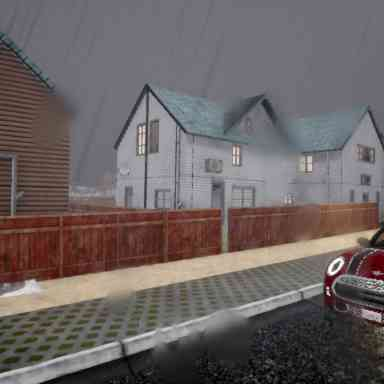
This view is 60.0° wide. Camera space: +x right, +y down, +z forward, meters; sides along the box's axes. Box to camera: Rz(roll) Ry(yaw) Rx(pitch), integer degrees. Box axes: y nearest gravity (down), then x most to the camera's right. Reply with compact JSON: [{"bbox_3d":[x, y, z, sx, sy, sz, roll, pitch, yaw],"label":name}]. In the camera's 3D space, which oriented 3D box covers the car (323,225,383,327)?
[{"bbox_3d":[4.600,1.358,6.619,4.553,1.767,2.097,0,0,-38],"label":"car"}]
